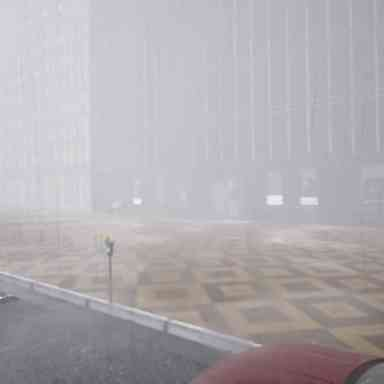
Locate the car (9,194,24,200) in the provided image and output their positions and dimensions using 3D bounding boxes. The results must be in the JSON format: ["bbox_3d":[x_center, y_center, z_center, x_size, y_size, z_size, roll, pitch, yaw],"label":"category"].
[{"bbox_3d":[-43.471,1.201,81.334,1.967,1.590,4.097,-1,0,36],"label":"car"}]

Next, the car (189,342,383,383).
[{"bbox_3d":[1.903,1.544,1.531,4.507,1.381,1.887,0,-1,36],"label":"car"}]
